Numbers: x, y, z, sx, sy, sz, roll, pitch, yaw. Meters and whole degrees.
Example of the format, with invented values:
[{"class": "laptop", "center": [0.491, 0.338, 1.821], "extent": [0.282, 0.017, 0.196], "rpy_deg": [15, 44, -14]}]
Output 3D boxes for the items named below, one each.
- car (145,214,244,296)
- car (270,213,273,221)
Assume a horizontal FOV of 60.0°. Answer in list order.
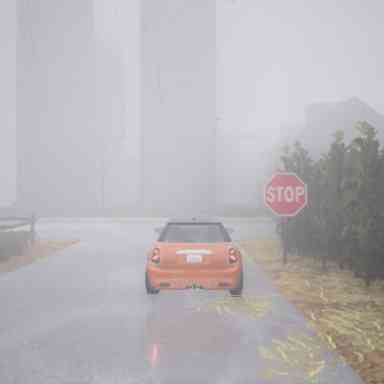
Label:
[{"class": "car", "center": [0.060, 1.382, 8.905], "extent": [2.097, 1.767, 4.553], "rpy_deg": [0, 0, 0]}, {"class": "car", "center": [7.798, 1.674, 22.525], "extent": [4.718, 1.301, 1.895], "rpy_deg": [0, 0, 0]}]
